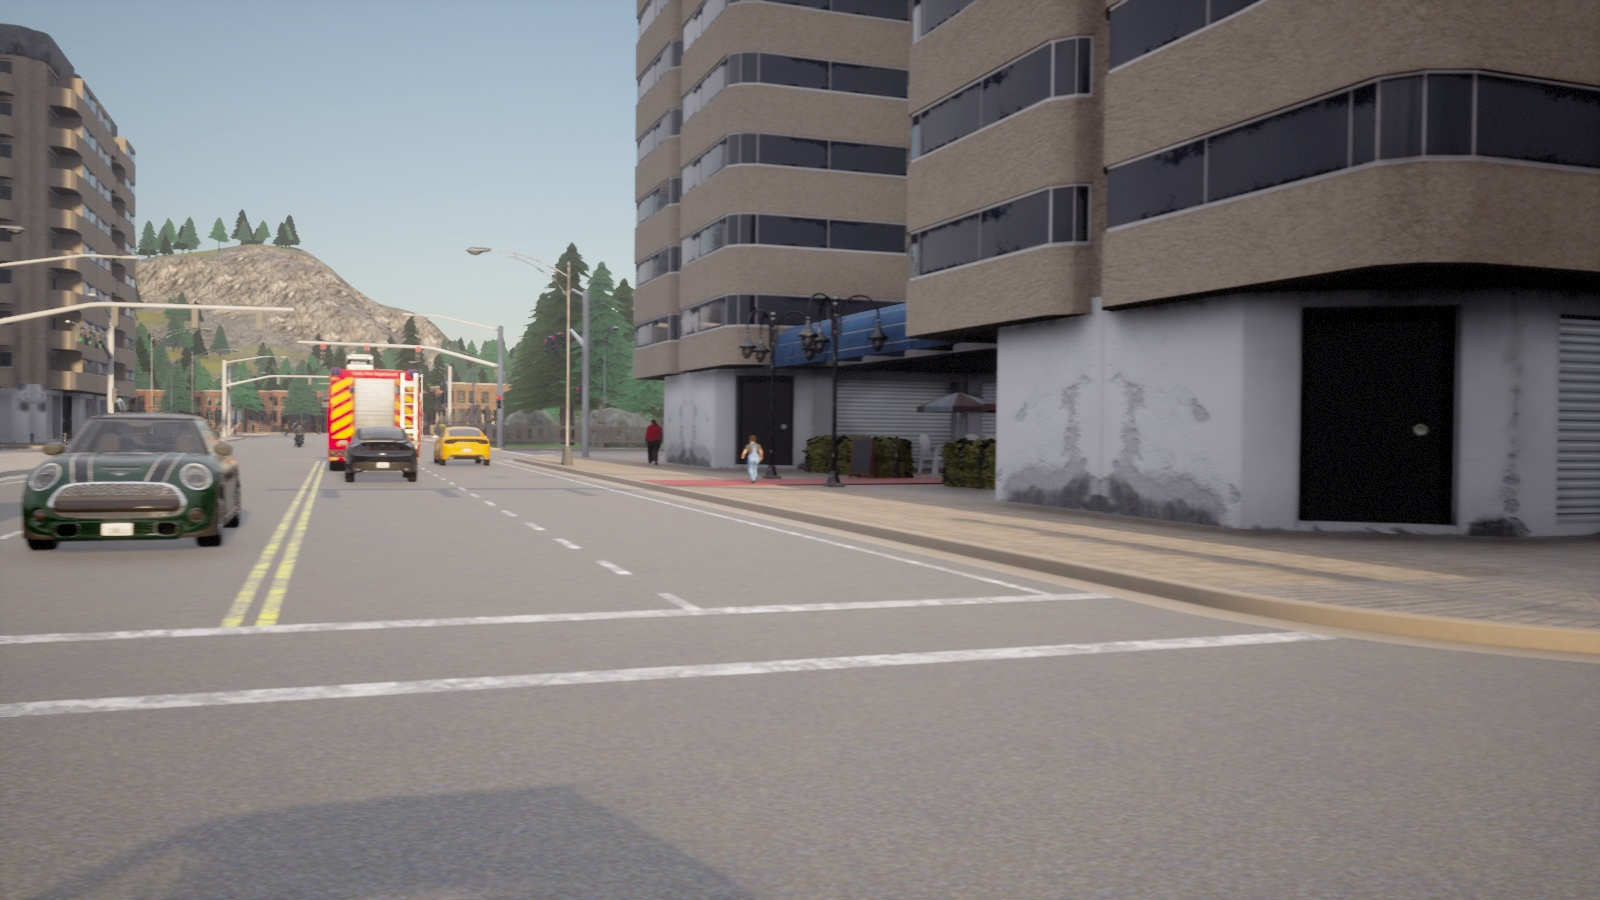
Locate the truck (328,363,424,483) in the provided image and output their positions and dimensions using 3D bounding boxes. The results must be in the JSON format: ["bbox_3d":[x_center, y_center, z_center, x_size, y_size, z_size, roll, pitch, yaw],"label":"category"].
[{"bbox_3d":[-15.174,-0.929,44.613,2.891,3.827,8.468,-1,1,-20],"label":"truck"}]

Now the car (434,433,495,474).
[{"bbox_3d":[-13.405,0.107,49.988,1.882,1.535,5.008,-1,1,-20],"label":"car"}]

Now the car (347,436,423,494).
[{"bbox_3d":[-11.704,0.356,35.244,1.837,1.490,4.892,-1,1,-20],"label":"car"}]

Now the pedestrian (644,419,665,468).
[{"bbox_3d":[-5.486,-0.256,47.420,0.634,1.844,0.899,-1,1,-16],"label":"pedestrian"}]

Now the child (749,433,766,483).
[{"bbox_3d":[-1.069,0.196,31.505,0.270,1.263,0.437,-1,1,-22],"label":"child"}]

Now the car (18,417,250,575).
[{"bbox_3d":[-8.575,0.479,16.615,2.097,1.767,4.553,-1,1,-20],"label":"car"}]
